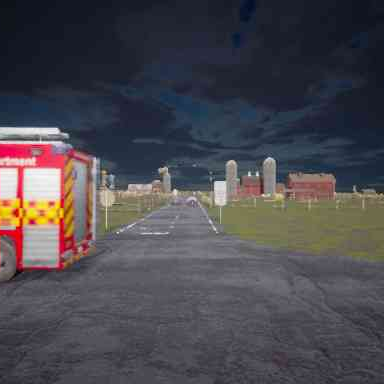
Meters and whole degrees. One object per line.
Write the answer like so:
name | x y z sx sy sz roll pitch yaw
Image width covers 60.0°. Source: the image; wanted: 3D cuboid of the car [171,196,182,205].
car | -2.676 1.534 58.428 1.837 1.490 4.892 0 0 0

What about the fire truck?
fire truck | -7.129 0.286 9.177 8.468 3.827 2.891 0 -1 -1

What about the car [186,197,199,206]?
car | 0.069 1.551 53.389 1.812 1.442 4.674 0 0 0
